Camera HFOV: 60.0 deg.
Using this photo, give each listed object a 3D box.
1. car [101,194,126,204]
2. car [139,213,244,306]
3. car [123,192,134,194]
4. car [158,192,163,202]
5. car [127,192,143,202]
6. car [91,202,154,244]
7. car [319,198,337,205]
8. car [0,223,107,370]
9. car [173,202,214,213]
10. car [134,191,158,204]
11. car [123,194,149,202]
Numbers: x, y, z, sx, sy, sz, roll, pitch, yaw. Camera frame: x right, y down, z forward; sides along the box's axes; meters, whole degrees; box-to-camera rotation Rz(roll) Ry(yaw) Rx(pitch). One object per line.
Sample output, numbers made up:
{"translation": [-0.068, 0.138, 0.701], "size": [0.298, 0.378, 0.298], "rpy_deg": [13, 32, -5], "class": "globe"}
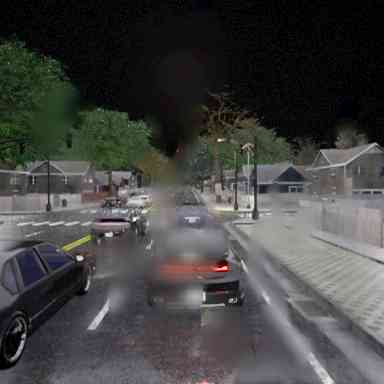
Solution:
{"translation": [-10.089, 1.298, 42.091], "size": [1.994, 1.385, 4.181], "rpy_deg": [0, 1, 0], "class": "car"}
{"translation": [0.062, 1.493, 7.969], "size": [1.837, 1.490, 4.892], "rpy_deg": [0, 0, 0], "class": "car"}
{"translation": [-10.131, 1.001, 50.778], "size": [2.097, 1.767, 4.553], "rpy_deg": [0, 1, 0], "class": "car"}
{"translation": [-6.920, 0.845, 60.578], "size": [2.097, 1.767, 4.553], "rpy_deg": [0, 1, 0], "class": "car"}
{"translation": [-10.169, 0.866, 59.479], "size": [2.097, 1.767, 4.553], "rpy_deg": [0, 1, 0], "class": "car"}
{"translation": [-3.236, 1.446, 15.378], "size": [2.128, 1.511, 4.902], "rpy_deg": [0, 0, 0], "class": "car"}
{"translation": [12.416, 1.280, 30.835], "size": [4.674, 1.442, 1.812], "rpy_deg": [0, 1, -3], "class": "car"}
{"translation": [-3.173, 1.541, 5.624], "size": [2.033, 1.411, 5.357], "rpy_deg": [0, 0, 0], "class": "car"}
{"translation": [0.072, 1.296, 17.035], "size": [2.097, 1.767, 4.553], "rpy_deg": [0, 0, 2], "class": "car"}
{"translation": [-6.882, 0.872, 50.690], "size": [2.150, 2.045, 5.566], "rpy_deg": [0, 1, 0], "class": "car"}
{"translation": [-6.824, 1.270, 41.012], "size": [1.812, 1.442, 4.674], "rpy_deg": [0, 1, 0], "class": "car"}
